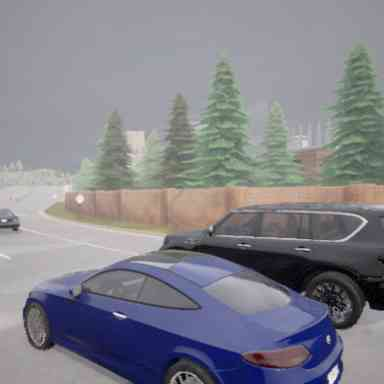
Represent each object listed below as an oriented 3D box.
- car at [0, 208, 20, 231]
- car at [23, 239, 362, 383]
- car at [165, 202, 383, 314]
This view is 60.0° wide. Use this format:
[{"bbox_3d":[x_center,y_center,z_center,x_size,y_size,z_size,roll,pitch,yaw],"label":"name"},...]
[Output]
[{"bbox_3d":[-12.424,1.739,21.155,2.033,1.411,5.357,0,0,-39],"label":"car"},{"bbox_3d":[-0.480,1.555,4.556,4.674,1.442,1.812,-1,0,38],"label":"car"},{"bbox_3d":[1.740,1.254,7.251,5.566,2.045,2.150,-1,0,38],"label":"car"}]
